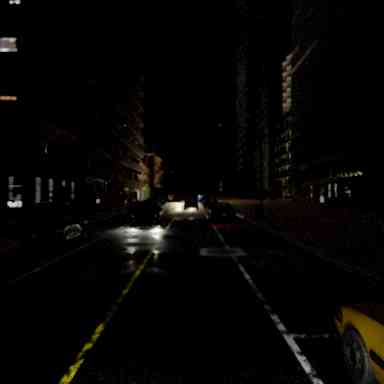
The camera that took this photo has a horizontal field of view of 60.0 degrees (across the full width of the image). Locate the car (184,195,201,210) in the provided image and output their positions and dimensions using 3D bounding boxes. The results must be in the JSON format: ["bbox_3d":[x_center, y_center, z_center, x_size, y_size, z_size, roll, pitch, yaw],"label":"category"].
[{"bbox_3d":[-0.095,1.576,44.536,1.882,1.535,5.008,0,0,0],"label":"car"}]

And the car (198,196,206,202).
[{"bbox_3d":[2.510,1.710,80.468,1.752,1.417,4.829,1,0,0],"label":"car"}]

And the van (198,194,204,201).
[{"bbox_3d":[2.487,1.554,91.440,1.690,1.788,3.998,1,0,0],"label":"van"}]

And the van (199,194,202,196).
[{"bbox_3d":[2.553,1.485,63.591,1.690,1.788,3.998,1,0,0],"label":"van"}]

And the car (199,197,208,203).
[{"bbox_3d":[2.523,1.753,74.729,1.802,1.307,4.206,1,0,0],"label":"car"}]

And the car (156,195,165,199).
[{"bbox_3d":[-5.804,1.668,52.432,2.008,1.369,4.403,1,0,0],"label":"car"}]

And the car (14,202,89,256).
[{"bbox_3d":[-5.707,1.344,13.446,2.192,1.841,5.009,1,0,0],"label":"car"}]

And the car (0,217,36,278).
[{"bbox_3d":[-5.697,1.541,7.705,1.752,1.417,4.829,1,0,0],"label":"car"}]

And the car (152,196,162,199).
[{"bbox_3d":[-5.791,1.669,46.862,1.947,1.339,4.313,1,0,0],"label":"car"}]

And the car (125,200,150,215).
[{"bbox_3d":[-5.764,1.623,35.723,1.887,1.381,4.507,1,0,0],"label":"car"}]

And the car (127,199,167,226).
[{"bbox_3d":[-3.158,1.530,24.265,1.882,1.535,5.008,0,0,0],"label":"car"}]

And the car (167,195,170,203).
[{"bbox_3d":[-5.829,1.668,63.402,1.752,1.417,4.829,1,0,0],"label":"car"}]

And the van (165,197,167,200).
[{"bbox_3d":[-5.814,1.471,58.003,1.690,1.788,3.998,1,0,0],"label":"van"}]

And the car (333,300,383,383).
[{"bbox_3d":[2.695,1.531,2.495,1.752,1.417,4.829,1,0,0],"label":"car"}]

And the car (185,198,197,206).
[{"bbox_3d":[-0.135,1.729,56.806,1.895,1.301,4.718,0,0,0],"label":"car"}]

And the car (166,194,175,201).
[{"bbox_3d":[-5.893,1.527,91.420,2.192,1.841,5.009,1,0,0],"label":"car"}]

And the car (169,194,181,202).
[{"bbox_3d":[-3.157,1.391,65.785,1.812,1.442,4.674,0,0,0],"label":"car"}]

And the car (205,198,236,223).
[{"bbox_3d":[2.297,1.535,26.286,1.882,1.535,5.008,0,0,0],"label":"car"}]

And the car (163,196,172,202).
[{"bbox_3d":[-5.869,1.709,80.111,1.752,1.417,4.829,1,0,0],"label":"car"}]

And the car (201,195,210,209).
[{"bbox_3d":[2.591,1.544,46.882,1.967,1.590,4.097,1,0,0],"label":"car"}]
